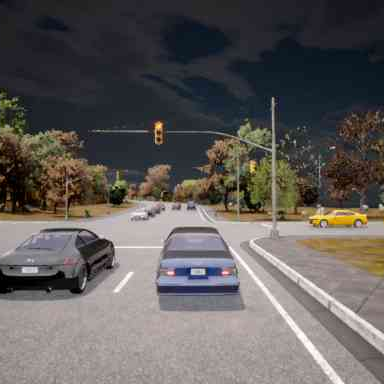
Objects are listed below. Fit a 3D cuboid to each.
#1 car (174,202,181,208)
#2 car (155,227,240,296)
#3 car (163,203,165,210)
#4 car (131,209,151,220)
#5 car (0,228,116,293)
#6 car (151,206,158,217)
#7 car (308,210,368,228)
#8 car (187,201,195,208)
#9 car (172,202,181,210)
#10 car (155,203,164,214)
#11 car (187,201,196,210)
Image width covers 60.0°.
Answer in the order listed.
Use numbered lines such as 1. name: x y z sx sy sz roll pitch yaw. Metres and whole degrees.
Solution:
1. car: -3.830 3.428 88.290 1.837 1.490 4.892 0 0 -4
2. car: 0.070 1.647 8.971 2.033 1.411 5.357 0 -1 -1
3. car: -7.181 3.328 75.209 2.097 1.767 4.553 0 0 0
4. car: -7.217 3.146 46.279 1.812 1.442 4.674 0 -2 0
5. car: -3.443 1.665 9.081 1.994 1.385 4.181 0 -1 0
6. car: -7.222 3.470 55.298 1.895 1.301 4.718 0 -1 0
7. car: 12.970 2.368 29.698 5.008 1.535 1.882 0 -3 -2
8. car: -0.307 3.243 88.032 1.882 1.535 5.008 0 0 -4
9. car: -3.689 3.486 78.314 1.812 1.442 4.674 0 0 0
10. car: -7.194 3.536 65.045 2.033 1.411 5.357 0 0 0
11. car: -0.187 3.311 77.853 2.097 1.767 4.553 0 0 0
